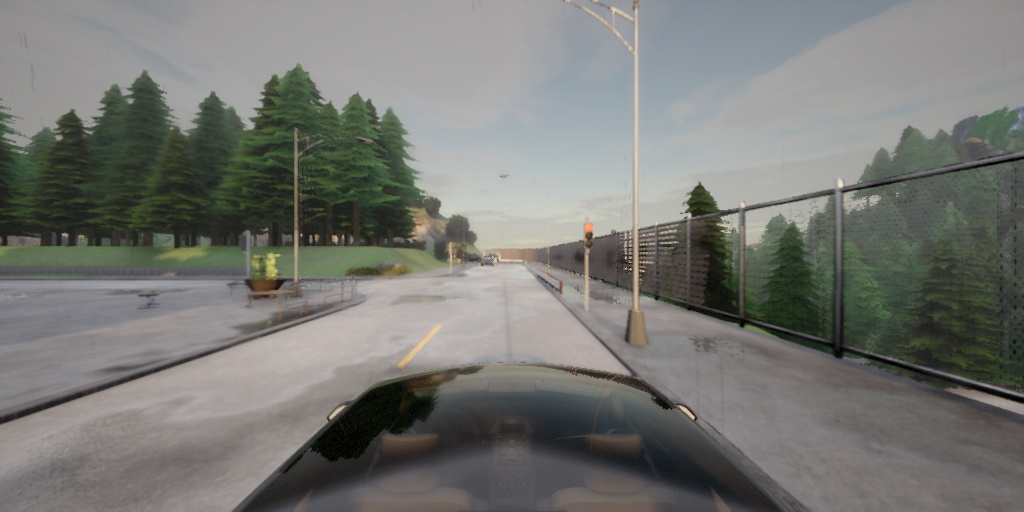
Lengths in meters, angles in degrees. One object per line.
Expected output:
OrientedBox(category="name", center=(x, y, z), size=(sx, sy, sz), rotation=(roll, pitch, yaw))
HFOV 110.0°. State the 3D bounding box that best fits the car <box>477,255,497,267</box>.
OrientedBox(category="car", center=(-4.029, 1.035, 58.620), size=(1.994, 1.385, 4.181), rotation=(0, 0, 1))
